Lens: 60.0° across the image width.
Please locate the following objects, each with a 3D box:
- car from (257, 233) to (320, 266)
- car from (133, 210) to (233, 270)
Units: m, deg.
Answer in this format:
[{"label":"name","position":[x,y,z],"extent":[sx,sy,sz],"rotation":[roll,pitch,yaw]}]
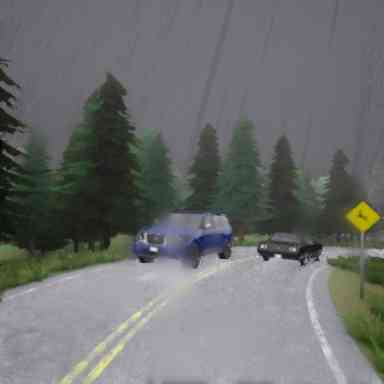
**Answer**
[{"label":"car","position":[4.753,2.605,15.582],"extent":[1.895,1.301,4.718],"rotation":[1,-6,32]},{"label":"car","position":[-0.055,1.769,13.454],"extent":[2.150,2.045,5.566],"rotation":[1,-5,26]}]
